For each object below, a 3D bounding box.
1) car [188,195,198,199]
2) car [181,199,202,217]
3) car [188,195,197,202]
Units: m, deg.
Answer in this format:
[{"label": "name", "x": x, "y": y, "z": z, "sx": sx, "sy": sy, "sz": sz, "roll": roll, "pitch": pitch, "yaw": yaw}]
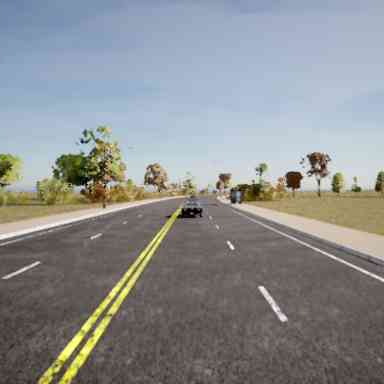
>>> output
[{"label": "car", "x": 0.095, "y": 1.531, "z": 46.850, "sx": 2.033, "sy": 1.411, "sz": 5.357, "roll": 0, "pitch": 0, "yaw": 0}, {"label": "car", "x": -0.004, "y": 1.591, "z": 31.437, "sx": 1.895, "sy": 1.301, "sz": 4.718, "roll": 0, "pitch": 0, "yaw": 0}, {"label": "car", "x": 0.243, "y": 1.470, "z": 73.466, "sx": 1.837, "sy": 1.490, "sz": 4.892, "roll": 0, "pitch": 0, "yaw": 2}]
